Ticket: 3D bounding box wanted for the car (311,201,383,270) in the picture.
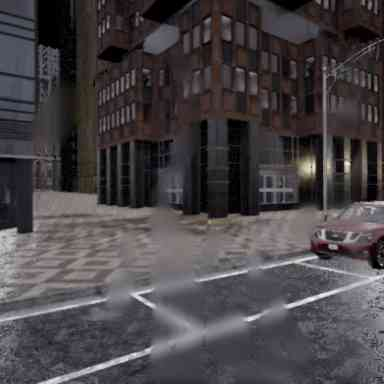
[{"bbox_3d":[6.095,1.242,11.001,5.009,1.841,2.192,0,0,-36],"label":"car"}]
